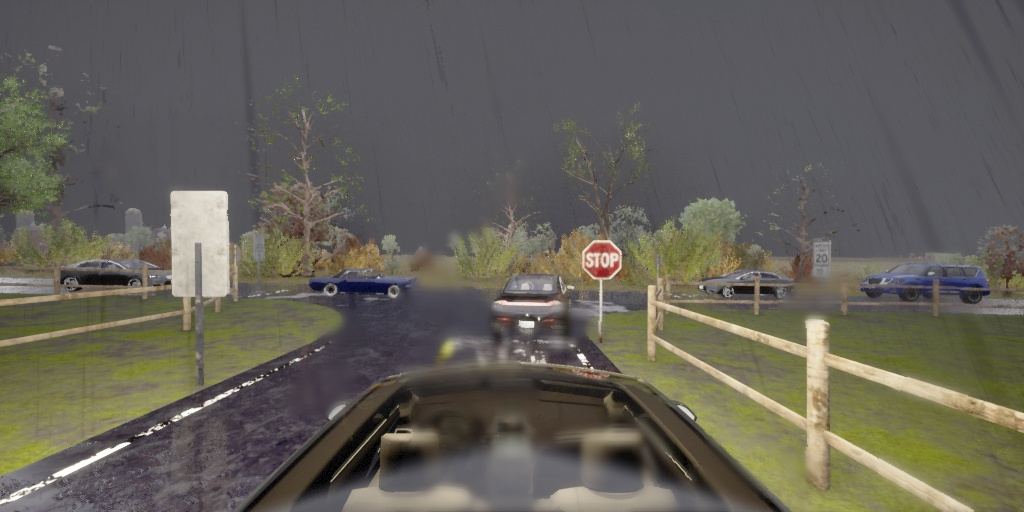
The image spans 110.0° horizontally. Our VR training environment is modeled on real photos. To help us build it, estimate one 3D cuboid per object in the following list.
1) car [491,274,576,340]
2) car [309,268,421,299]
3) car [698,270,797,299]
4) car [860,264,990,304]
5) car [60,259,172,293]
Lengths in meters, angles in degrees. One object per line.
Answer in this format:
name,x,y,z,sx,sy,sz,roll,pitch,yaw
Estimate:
car,0.706,1.240,10.016,2.128,1.511,4.902,0,0,9
car,-6.823,1.248,17.047,4.718,1.301,1.895,1,1,0
car,13.003,1.525,19.975,4.902,1.511,2.128,1,1,0
car,22.898,1.466,19.965,5.566,2.045,2.150,1,1,0
car,-18.491,0.885,17.062,4.902,1.511,2.128,1,1,0
